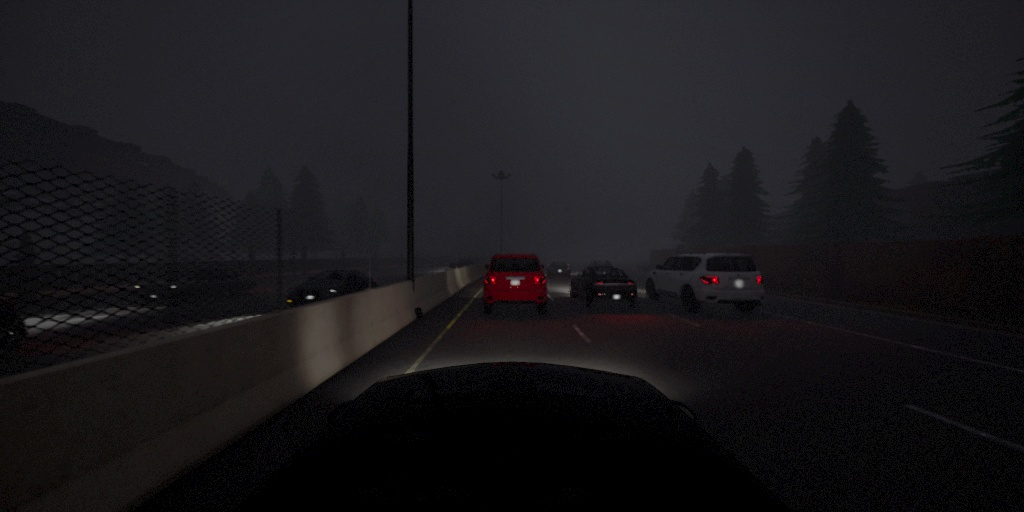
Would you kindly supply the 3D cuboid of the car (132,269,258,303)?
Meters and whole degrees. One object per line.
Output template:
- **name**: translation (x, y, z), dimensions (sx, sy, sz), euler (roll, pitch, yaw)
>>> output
- **car**: translation (-14.079, 1.276, 16.305), dimensions (1.895, 1.301, 4.718), euler (0, 0, 0)

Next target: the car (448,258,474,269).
- **car**: translation (-7.080, 1.107, 49.916), dimensions (1.895, 1.301, 4.718), euler (0, 0, 15)

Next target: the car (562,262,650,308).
- **car**: translation (3.600, 1.176, 14.756), dimensions (2.128, 1.511, 4.902), euler (0, 0, 0)

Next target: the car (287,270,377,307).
- **car**: translation (-7.072, 1.248, 14.547), dimensions (1.994, 1.385, 4.181), euler (0, 0, 0)

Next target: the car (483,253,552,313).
- **car**: translation (0.101, 0.910, 13.894), dimensions (2.150, 2.045, 5.566), euler (0, 0, 0)

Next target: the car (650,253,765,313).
- **car**: translation (7.101, 0.911, 13.892), dimensions (2.150, 2.045, 5.566), euler (0, 0, 0)

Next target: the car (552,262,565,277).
- **car**: translation (4.068, 1.166, 31.168), dimensions (1.994, 1.385, 4.181), euler (0, 0, 5)

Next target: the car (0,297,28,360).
- **car**: translation (-10.595, 1.084, 5.011), dimensions (2.097, 1.767, 4.553), euler (0, 0, 0)

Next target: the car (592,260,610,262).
- **car**: translation (7.506, 1.097, 30.489), dimensions (2.128, 1.511, 4.902), euler (0, 0, 4)
